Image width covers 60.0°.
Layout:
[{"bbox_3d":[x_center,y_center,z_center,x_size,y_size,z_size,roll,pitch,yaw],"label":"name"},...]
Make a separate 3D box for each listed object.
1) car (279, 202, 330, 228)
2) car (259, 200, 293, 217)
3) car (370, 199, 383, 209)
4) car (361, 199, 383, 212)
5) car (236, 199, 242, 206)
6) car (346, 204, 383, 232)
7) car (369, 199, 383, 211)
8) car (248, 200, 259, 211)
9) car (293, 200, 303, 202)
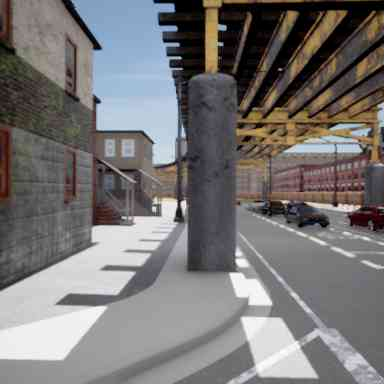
[{"bbox_3d":[7.983,1.666,23.630,2.033,1.411,5.357,0,0,2],"label":"car"},{"bbox_3d":[8.315,1.657,33.414,1.837,1.490,4.892,0,0,2],"label":"car"},{"bbox_3d":[26.722,1.583,45.512,4.536,1.218,1.853,0,0,-28],"label":"car"},{"bbox_3d":[24.473,1.719,42.476,4.974,1.542,2.038,0,0,32],"label":"car"},{"bbox_3d":[7.201,1.820,59.565,1.994,1.385,4.181,0,0,-20],"label":"car"},{"bbox_3d":[11.596,1.607,21.115,1.882,1.535,5.008,0,0,2],"label":"car"},{"bbox_3d":[26.676,1.740,45.487,4.974,1.542,2.038,0,0,-28],"label":"car"},{"bbox_3d":[8.538,1.713,43.158,1.812,1.442,4.674,0,0,1],"label":"car"},{"bbox_3d":[12.239,1.686,39.725,2.128,1.511,4.902,0,0,2],"label":"car"}]
